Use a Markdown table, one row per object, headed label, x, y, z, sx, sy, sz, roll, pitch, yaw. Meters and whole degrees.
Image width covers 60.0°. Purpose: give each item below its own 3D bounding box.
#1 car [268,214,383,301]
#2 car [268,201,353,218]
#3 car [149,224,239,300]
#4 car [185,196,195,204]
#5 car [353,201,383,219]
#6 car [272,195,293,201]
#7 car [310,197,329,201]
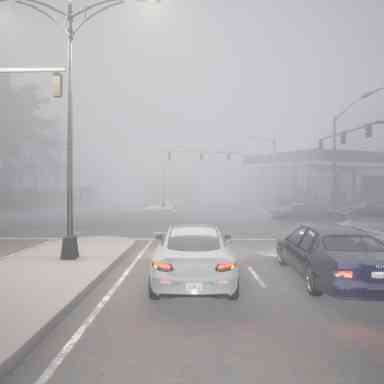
| label | x | y | z | sx | sy | sz | roll | pitch | yaw |
| --- | --- | --- | --- | --- | --- | --- | --- | --- | --- |
| car | 3.515 | 1.545 | 8.524 | 2.033 | 1.411 | 5.357 | 0 | 0 | 3 |
| car | 8.233 | 1.535 | 23.878 | 5.357 | 1.411 | 2.033 | 0 | 0 | -1 |
| car | 0.036 | 1.516 | 8.218 | 1.812 | 1.442 | 4.674 | 0 | 0 | 0 |
| car | -0.279 | 1.443 | 63.036 | 1.812 | 1.442 | 4.674 | 0 | 0 | 0 |
| car | 14.761 | 1.523 | 27.708 | 4.674 | 1.442 | 1.812 | 0 | 0 | -1 |
| car | 12.911 | 1.261 | 47.843 | 2.242 | 1.667 | 4.611 | 0 | 0 | 0 |
| car | 18.651 | 1.433 | 48.642 | 1.970 | 1.475 | 3.806 | 0 | 0 | 0 |
